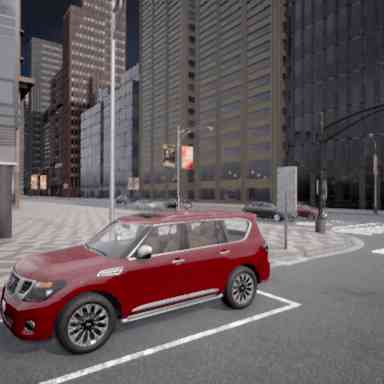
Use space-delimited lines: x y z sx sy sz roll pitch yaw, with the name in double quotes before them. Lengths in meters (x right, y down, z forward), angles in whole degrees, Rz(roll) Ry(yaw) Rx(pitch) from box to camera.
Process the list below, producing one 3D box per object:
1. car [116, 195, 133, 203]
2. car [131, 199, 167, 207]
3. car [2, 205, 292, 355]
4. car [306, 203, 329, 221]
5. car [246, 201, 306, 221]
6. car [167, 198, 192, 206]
"car" -11.176 1.234 55.886 2.097 1.767 4.553 0 -1 -36
"car" -5.546 1.681 42.354 1.895 1.301 4.718 0 0 -36
"car" -0.673 1.312 6.290 5.009 1.841 2.192 0 0 -36
"car" 9.033 1.548 27.665 1.812 1.442 4.674 0 0 -36
"car" 6.111 1.504 26.162 1.837 1.490 4.892 0 0 -36
"car" -1.812 1.585 42.729 2.128 1.511 4.902 0 0 -36
